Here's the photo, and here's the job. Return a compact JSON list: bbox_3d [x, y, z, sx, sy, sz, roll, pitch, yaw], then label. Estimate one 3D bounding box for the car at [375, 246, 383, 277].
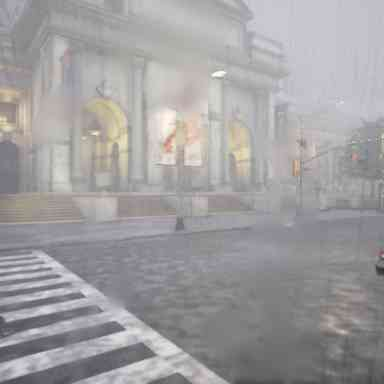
[{"bbox_3d":[6.829,1.544,8.617,5.357,1.411,2.033,0,0,-36],"label":"car"}]
